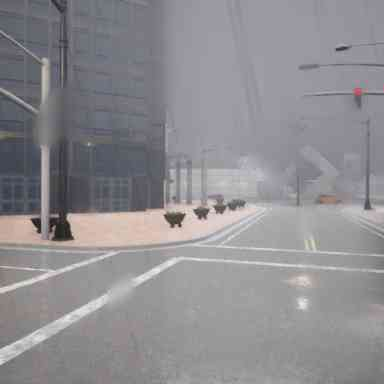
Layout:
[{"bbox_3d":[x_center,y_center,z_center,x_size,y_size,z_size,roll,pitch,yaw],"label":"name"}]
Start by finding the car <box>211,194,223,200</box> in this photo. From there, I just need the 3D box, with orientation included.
[{"bbox_3d":[6.403,1.211,79.288,1.837,1.490,4.892,0,0,10],"label":"car"}]

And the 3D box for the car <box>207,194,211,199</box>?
[{"bbox_3d":[5.039,1.231,86.017,1.994,1.385,4.181,0,0,27],"label":"car"}]

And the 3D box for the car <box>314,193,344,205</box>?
[{"bbox_3d":[23.040,1.234,55.817,4.553,1.767,2.097,0,0,12],"label":"car"}]
